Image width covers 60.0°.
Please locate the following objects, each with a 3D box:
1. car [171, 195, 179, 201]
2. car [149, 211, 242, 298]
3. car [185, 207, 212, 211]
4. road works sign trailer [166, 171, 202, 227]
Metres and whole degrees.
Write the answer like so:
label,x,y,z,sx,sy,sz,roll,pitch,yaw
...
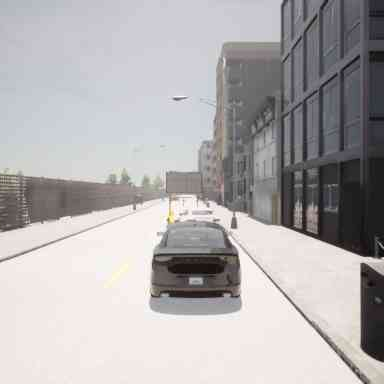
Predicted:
label,x,y,z,sx,sy,sz,roll,pitch,yaw
car,-4.257,1.484,81.176,1.882,1.535,5.008,0,0,0
car,0.072,1.478,8.560,1.882,1.535,5.008,0,0,0
car,0.331,1.543,17.914,1.812,1.442,4.674,0,-1,-7
road works sign trailer,-0.562,0.466,21.413,2.380,3.560,2.880,0,0,-17
